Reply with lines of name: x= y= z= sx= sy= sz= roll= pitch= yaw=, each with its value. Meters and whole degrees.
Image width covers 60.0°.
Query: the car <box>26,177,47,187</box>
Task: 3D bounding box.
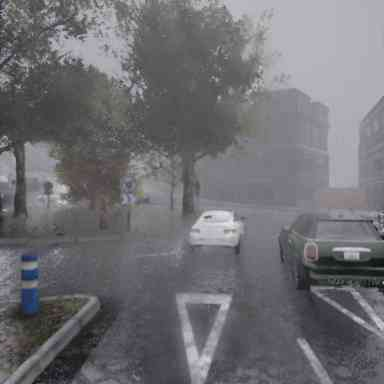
car: x=-35.417 y=-1.833 z=73.496 sx=4.792 sy=1.488 sz=2.163 roll=-3 pitch=7 yaw=-39

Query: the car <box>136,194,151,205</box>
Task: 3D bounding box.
car: x=-7.576 y=0.747 z=44.302 sx=4.553 sy=1.767 sz=2.097 roll=2 pitch=2 yaw=44

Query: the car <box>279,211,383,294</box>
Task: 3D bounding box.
car: x=3.583 y=1.313 z=8.907 sx=2.097 sy=1.767 sz=4.553 roll=0 pitch=0 yaw=9

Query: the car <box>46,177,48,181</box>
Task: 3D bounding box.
car: x=-36.379 y=-2.115 z=76.289 sx=4.892 sy=1.521 sz=2.231 roll=-3 pitch=7 yaw=-39

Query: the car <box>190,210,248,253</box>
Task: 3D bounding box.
car: x=1.132 y=1.430 z=13.339 sx=1.812 sy=1.442 sz=4.674 roll=0 pitch=1 yaw=12
